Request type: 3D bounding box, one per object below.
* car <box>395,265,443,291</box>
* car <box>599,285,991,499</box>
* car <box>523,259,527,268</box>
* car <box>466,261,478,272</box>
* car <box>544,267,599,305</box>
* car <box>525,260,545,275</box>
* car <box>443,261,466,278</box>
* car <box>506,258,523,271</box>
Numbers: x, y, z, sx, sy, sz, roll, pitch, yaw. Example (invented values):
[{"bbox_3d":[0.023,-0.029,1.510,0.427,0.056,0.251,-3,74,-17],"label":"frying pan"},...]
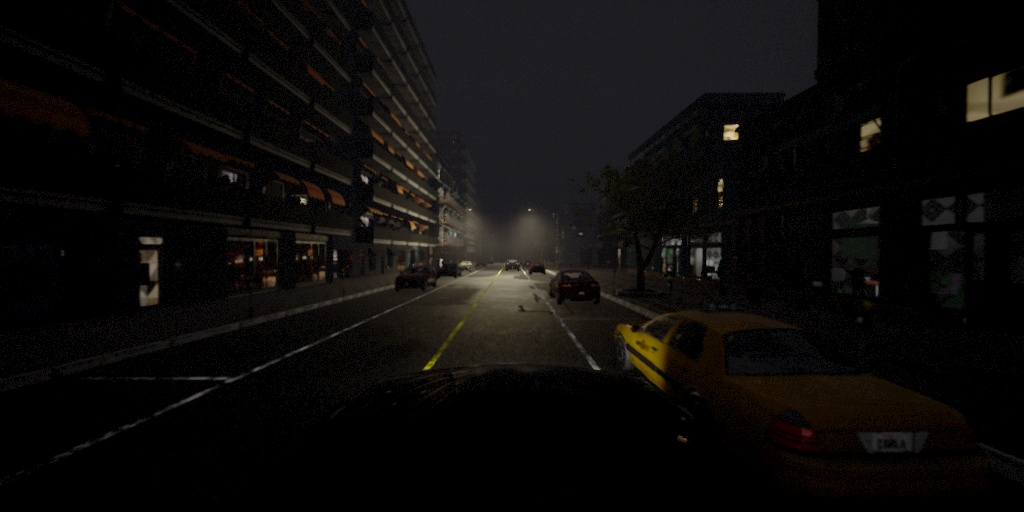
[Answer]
[{"bbox_3d":[-5.694,1.297,21.725,1.888,1.381,4.507,0,0,0],"label":"car"},{"bbox_3d":[2.690,1.275,4.835,1.751,1.417,4.829,0,0,0],"label":"car"},{"bbox_3d":[2.682,1.323,61.439,1.948,1.339,4.313,0,0,0],"label":"car"},{"bbox_3d":[-5.696,1.305,44.435,2.007,1.370,4.403,0,0,0],"label":"car"},{"bbox_3d":[2.688,1.296,16.020,1.888,1.381,4.507,0,0,0],"label":"car"},{"bbox_3d":[2.685,1.335,38.730,1.802,1.307,4.207,0,0,0],"label":"car"},{"bbox_3d":[-5.695,1.318,33.080,1.948,1.339,4.313,0,0,0],"label":"car"},{"bbox_3d":[0.095,1.247,49.154,2.128,1.511,4.902,0,0,0],"label":"car"}]
